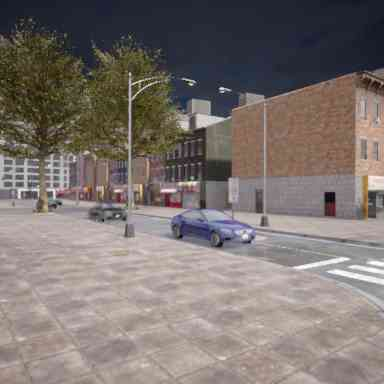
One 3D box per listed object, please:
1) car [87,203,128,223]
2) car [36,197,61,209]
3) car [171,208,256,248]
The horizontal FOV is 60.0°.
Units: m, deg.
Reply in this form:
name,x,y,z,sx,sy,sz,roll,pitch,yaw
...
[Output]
name,x,y,z,sx,sy,sz,roll,pitch,yaw
car,-6.401,1.504,25.134,1.994,1.385,4.181,0,0,-35
car,-18.778,1.440,42.919,1.837,1.490,4.892,0,0,-35
car,0.749,1.484,14.949,1.812,1.442,4.674,0,0,-35
